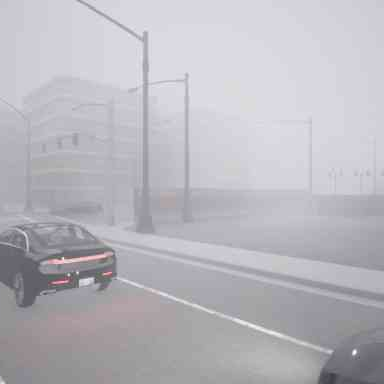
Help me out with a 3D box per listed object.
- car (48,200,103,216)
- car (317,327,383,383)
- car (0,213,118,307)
[{"bbox_3d":[-10.715,1.491,30.815,4.902,1.511,2.128,0,0,-42],"label":"car"},{"bbox_3d":[3.157,1.505,1.611,4.892,1.490,1.837,0,0,38],"label":"car"},{"bbox_3d":[-3.666,1.492,8.089,2.128,1.511,4.902,0,0,-43],"label":"car"}]
